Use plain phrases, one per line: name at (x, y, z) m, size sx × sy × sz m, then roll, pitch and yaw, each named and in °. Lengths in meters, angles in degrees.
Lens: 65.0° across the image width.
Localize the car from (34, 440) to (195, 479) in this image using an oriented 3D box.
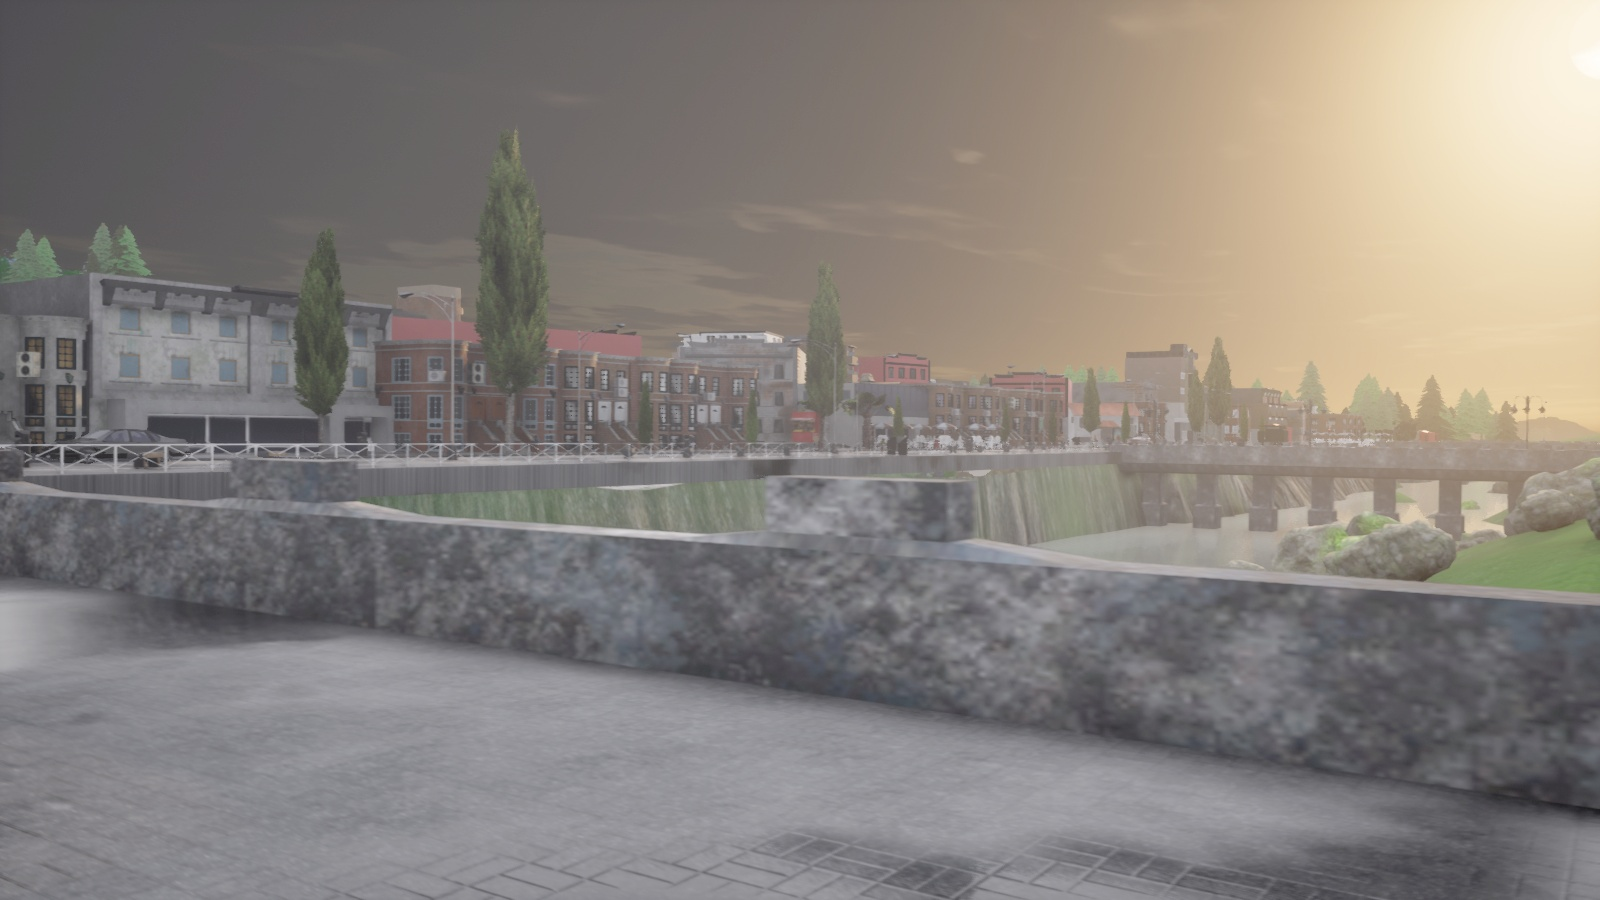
car at (-27.537, 0.338, 50.628) m, size 2.033 × 1.411 × 5.357 m, roll 0°, pitch 1°, yaw 34°
